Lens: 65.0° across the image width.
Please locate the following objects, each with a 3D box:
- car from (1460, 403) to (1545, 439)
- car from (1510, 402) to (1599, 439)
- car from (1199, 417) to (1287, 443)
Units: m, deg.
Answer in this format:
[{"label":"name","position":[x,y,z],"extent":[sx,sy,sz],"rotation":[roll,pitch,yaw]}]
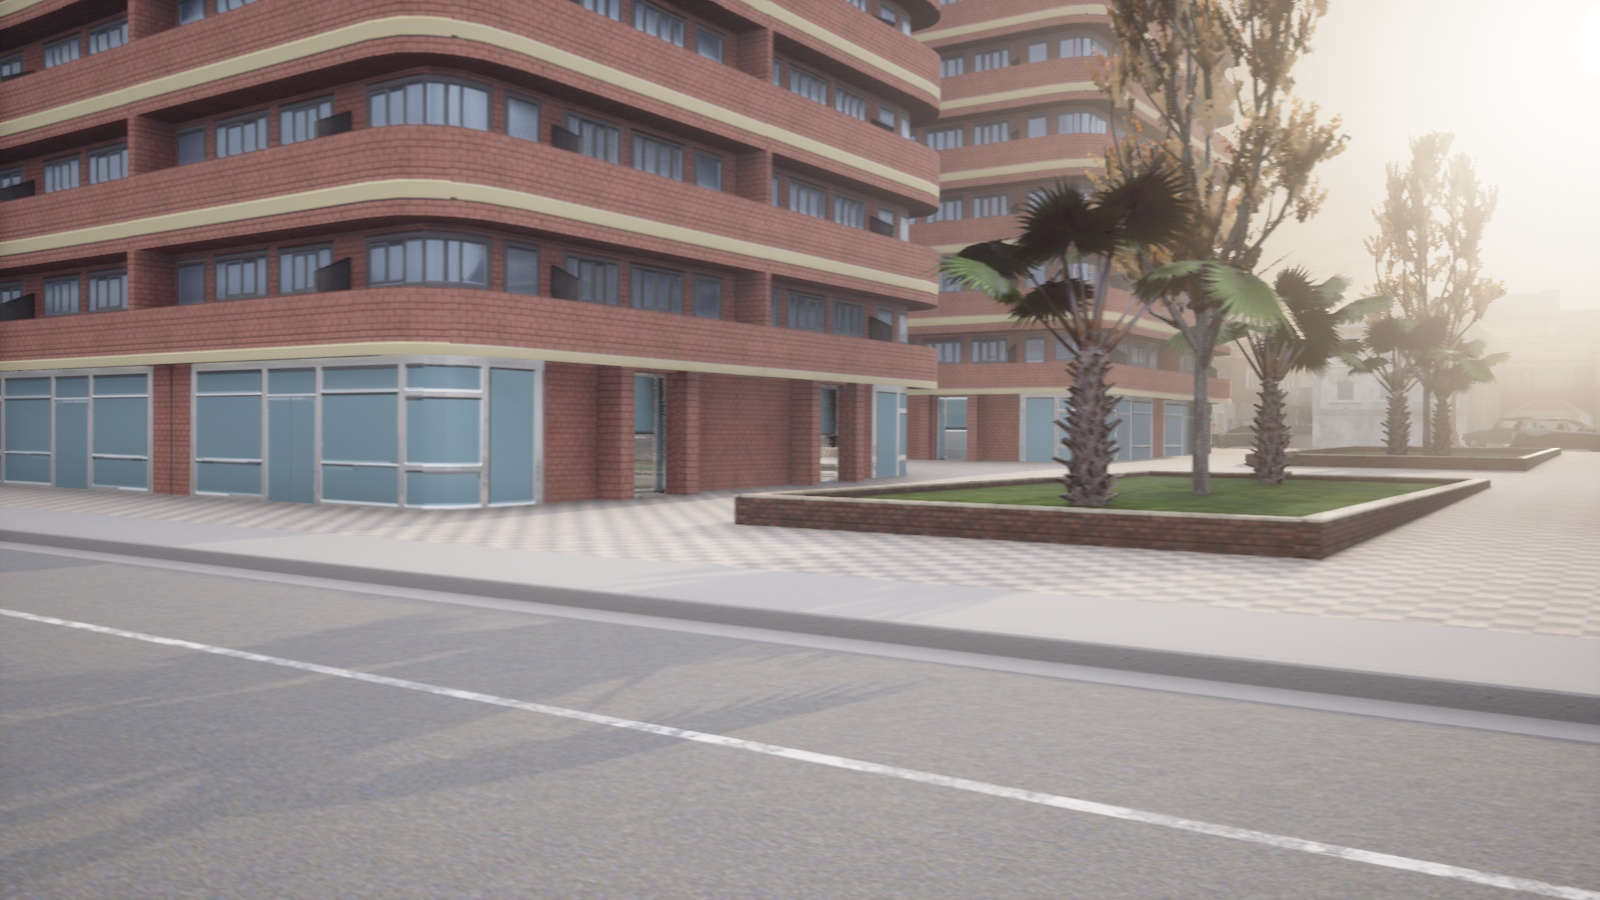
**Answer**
[{"label":"car","position":[38.079,-1.577,68.058],"extent":[3.866,1.878,1.905],"rotation":[0,1,34]},{"label":"car","position":[35.590,-1.356,57.992],"extent":[4.611,1.667,2.242],"rotation":[0,1,22]},{"label":"car","position":[27.879,-1.273,79.128],"extent":[4.892,1.490,1.837],"rotation":[-1,0,34]}]
